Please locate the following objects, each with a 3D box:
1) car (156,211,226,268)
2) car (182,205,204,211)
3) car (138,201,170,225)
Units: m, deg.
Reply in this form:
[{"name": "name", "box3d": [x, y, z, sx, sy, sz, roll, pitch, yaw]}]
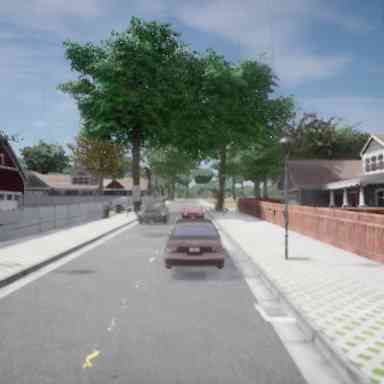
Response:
[{"name": "car", "box3d": [0.079, 1.622, 11.474, 2.033, 1.411, 5.357, 0, 0, 0]}, {"name": "car", "box3d": [0.082, 1.774, 28.629, 1.895, 1.301, 4.718, 0, 0, 0]}, {"name": "car", "box3d": [-2.848, 1.510, 25.797, 2.097, 1.767, 4.553, 0, 0, 0]}]
